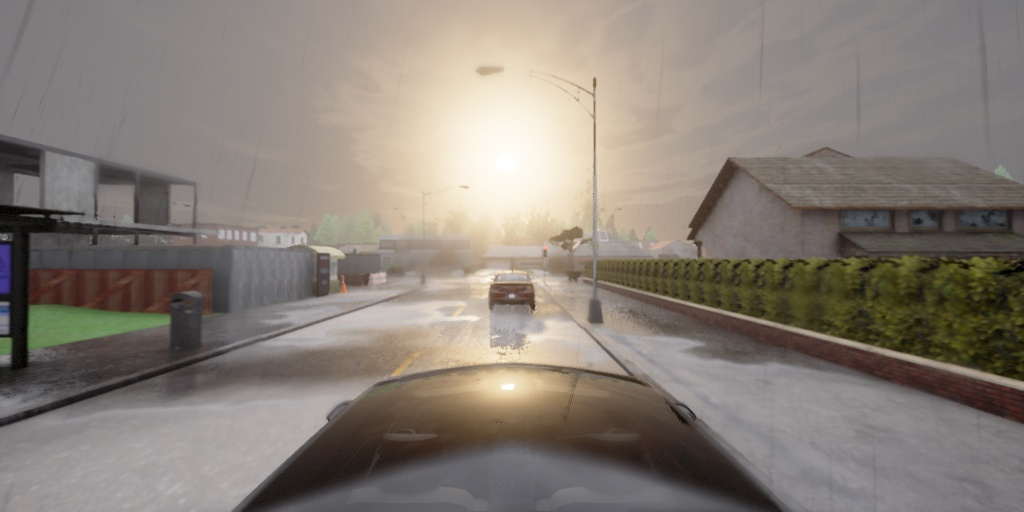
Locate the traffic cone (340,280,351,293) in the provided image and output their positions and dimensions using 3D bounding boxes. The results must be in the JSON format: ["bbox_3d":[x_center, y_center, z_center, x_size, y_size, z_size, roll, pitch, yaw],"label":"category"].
[{"bbox_3d":[-9.668,1.812,20.638,0.344,0.586,0.344,0,0,0],"label":"traffic cone"}]

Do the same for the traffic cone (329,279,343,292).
[{"bbox_3d":[-10.388,1.788,21.159,0.344,0.586,0.344,0,0,0],"label":"traffic cone"}]

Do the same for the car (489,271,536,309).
[{"bbox_3d":[0.026,1.390,16.076,1.882,1.535,5.008,0,0,0],"label":"car"}]
